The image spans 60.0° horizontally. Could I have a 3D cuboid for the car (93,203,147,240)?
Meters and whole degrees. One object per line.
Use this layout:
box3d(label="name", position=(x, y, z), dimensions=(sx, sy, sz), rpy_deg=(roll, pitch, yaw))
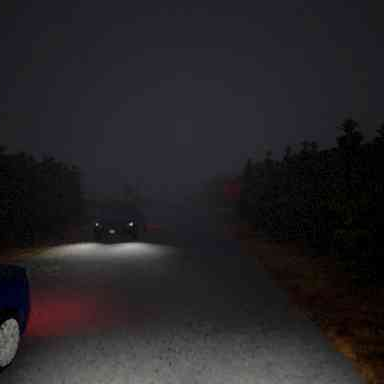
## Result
box3d(label="car", position=(-3.243, 1.295, 15.848), dimensions=(1.812, 1.442, 4.674), rpy_deg=(0, 1, 0))

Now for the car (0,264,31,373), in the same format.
box3d(label="car", position=(-3.208, 1.454, 2.675), dimensions=(1.882, 1.535, 5.008), rpy_deg=(0, 0, 0))

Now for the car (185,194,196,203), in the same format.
box3d(label="car", position=(-0.335, 1.197, 62.695), dimensions=(1.837, 1.490, 4.892), rpy_deg=(0, 0, 0))
